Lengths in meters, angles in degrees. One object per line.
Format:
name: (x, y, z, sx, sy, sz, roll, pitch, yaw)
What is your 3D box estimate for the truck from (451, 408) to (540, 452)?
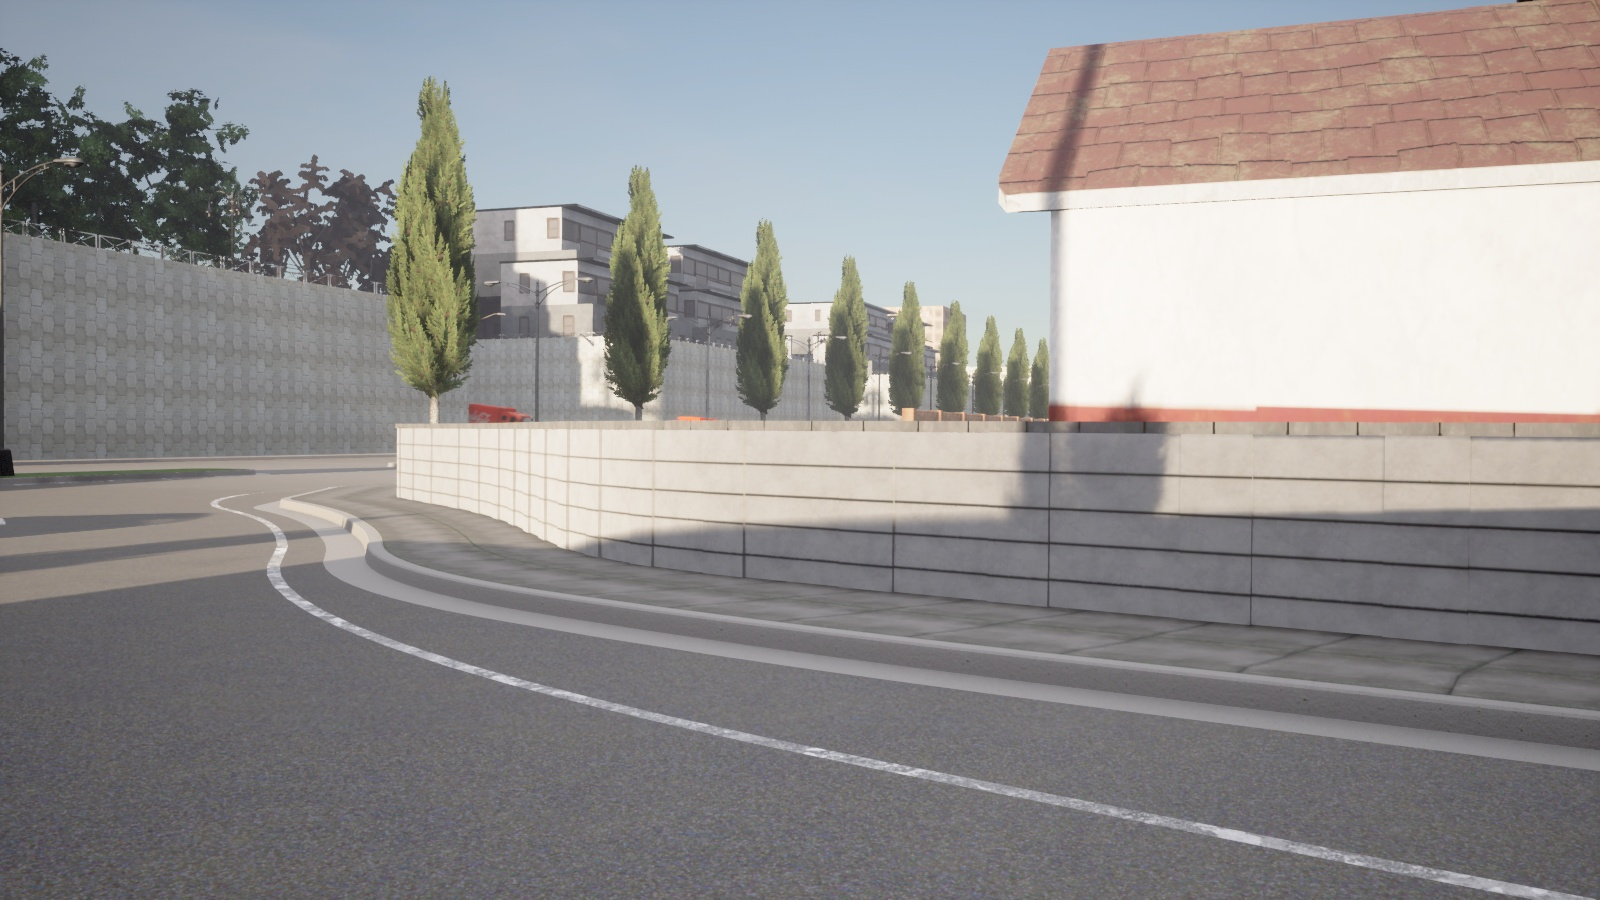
truck: (-21.035, -1.394, 86.739, 5.204, 2.467, 2.627, 6, 3, 22)
